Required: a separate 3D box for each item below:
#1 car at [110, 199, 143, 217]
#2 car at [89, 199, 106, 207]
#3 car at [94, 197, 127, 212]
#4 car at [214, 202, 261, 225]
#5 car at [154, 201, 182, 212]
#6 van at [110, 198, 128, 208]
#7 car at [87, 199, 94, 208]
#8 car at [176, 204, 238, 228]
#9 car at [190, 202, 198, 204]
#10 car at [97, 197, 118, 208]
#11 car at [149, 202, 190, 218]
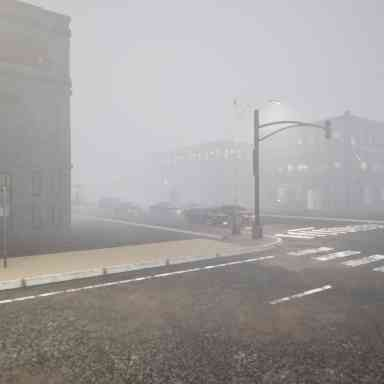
[{"bbox_3d":[-6.934,1.846,36.209,1.967,1.590,4.097,-1,0,-36],"label":"car"},{"bbox_3d":[-19.404,2.228,68.111,1.887,1.381,4.507,-1,0,-36],"label":"car"},{"bbox_3d":[-11.361,1.726,46.925,2.150,2.045,5.566,-1,0,-36],"label":"car"},{"bbox_3d":[3.338,1.745,26.303,1.812,1.442,4.674,-1,0,-35],"label":"car"},{"bbox_3d":[-3.325,1.966,45.584,1.802,1.307,4.206,-2,0,-36],"label":"car"},{"bbox_3d":[-12.978,1.907,59.100,1.690,1.788,3.998,-1,0,-36],"label":"van"},{"bbox_3d":[-19.219,2.159,63.412,2.128,1.511,4.902,-1,0,-36],"label":"car"},{"bbox_3d":[1.031,1.814,24.843,1.947,1.339,4.313,-2,0,-36],"label":"car"},{"bbox_3d":[-0.111,1.903,41.079,1.802,1.307,4.206,-2,0,-36],"label":"car"},{"bbox_3d":[-16.194,1.940,63.605,2.192,1.841,5.009,-1,0,-36],"label":"car"},{"bbox_3d":[-2.706,1.829,34.762,2.128,1.511,4.902,-1,0,-36],"label":"car"}]
